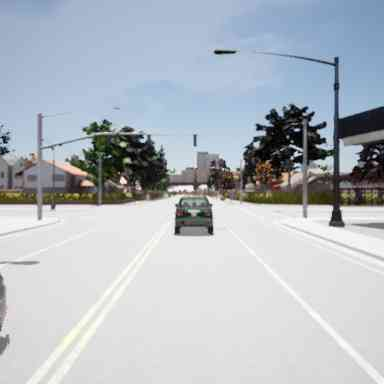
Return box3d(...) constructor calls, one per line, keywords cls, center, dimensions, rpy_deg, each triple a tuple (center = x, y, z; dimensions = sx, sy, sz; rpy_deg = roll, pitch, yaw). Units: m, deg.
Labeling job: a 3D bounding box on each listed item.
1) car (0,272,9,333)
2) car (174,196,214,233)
box3d(cls="car", center=(-3.564, 1.495, 2.810), dimensions=(2.128, 1.511, 4.902), rpy_deg=(0, 0, 0))
box3d(cls="car", center=(0.105, 1.239, 19.736), dimensions=(2.150, 2.045, 5.566), rpy_deg=(0, 0, 0))
